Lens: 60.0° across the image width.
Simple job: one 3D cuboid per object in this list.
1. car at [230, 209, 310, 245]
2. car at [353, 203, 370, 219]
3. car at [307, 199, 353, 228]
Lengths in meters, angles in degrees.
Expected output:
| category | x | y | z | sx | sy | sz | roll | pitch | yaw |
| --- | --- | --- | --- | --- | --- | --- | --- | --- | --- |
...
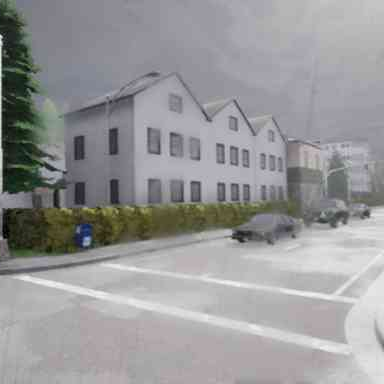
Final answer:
| category | x | y | z | sx | sy | sz | roll | pitch | yaw |
| --- | --- | --- | --- | --- | --- | --- | --- | --- | --- |
| car | 4.073 | 1.809 | 17.367 | 2.033 | 1.411 | 5.357 | -2 | -2 | 37 |
| car | 16.739 | 1.926 | 33.792 | 2.128 | 1.511 | 4.902 | -2 | -2 | 38 |
| car | 10.348 | 1.570 | 25.554 | 2.150 | 2.045 | 5.566 | -2 | -2 | 37 |
